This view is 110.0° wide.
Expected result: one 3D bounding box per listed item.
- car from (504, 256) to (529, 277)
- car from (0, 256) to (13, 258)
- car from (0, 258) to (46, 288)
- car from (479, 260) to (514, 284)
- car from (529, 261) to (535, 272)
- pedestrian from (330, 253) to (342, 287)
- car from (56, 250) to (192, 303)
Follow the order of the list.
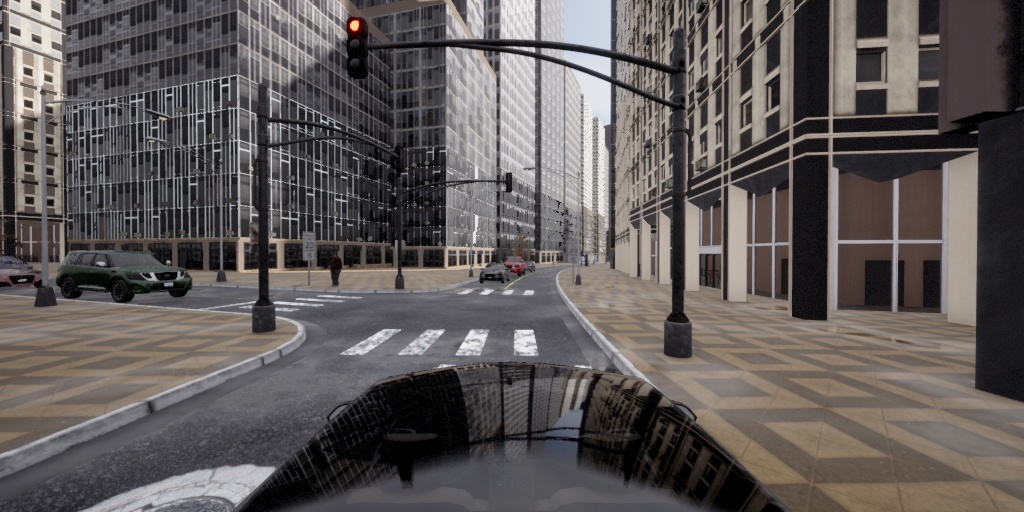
[{"bbox_3d":[0.107,1.040,37.824,2.150,2.045,5.566,0,0,9],"label":"car"},{"bbox_3d":[-34.301,0.749,23.561,4.902,1.511,2.128,1,1,16],"label":"car"},{"bbox_3d":[-25.808,0.981,18.035,4.181,1.385,1.994,1,1,16],"label":"car"},{"bbox_3d":[-1.255,1.288,27.814,1.837,1.490,4.892,0,0,7],"label":"car"},{"bbox_3d":[1.978,1.363,48.137,2.128,1.511,4.902,0,0,12],"label":"car"},{"bbox_3d":[-9.585,0.716,19.448,0.375,1.860,0.375,0,0,16],"label":"pedestrian"},{"bbox_3d":[-16.621,0.770,15.382,5.566,2.045,2.150,1,1,17],"label":"car"}]
